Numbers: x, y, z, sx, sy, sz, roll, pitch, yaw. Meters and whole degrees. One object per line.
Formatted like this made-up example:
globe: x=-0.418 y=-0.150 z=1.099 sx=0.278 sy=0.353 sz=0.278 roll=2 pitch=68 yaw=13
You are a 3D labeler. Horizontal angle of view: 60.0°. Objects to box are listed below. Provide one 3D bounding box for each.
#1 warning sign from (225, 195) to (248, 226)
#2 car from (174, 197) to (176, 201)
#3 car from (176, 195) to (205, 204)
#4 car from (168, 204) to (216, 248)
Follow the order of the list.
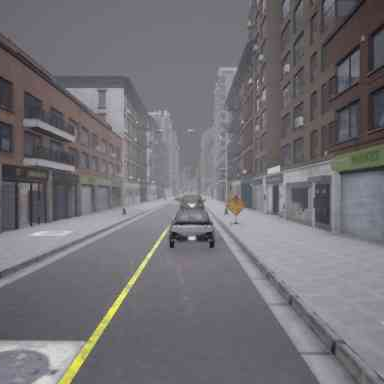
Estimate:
warning sign: x=2.716 y=1.108 z=20.576 sx=1.300 sy=1.860 sz=1.060 roll=0 pitch=0 yaw=0
car: x=-3.000 y=1.455 z=75.899 sx=1.895 sy=1.301 sz=4.718 roll=0 pitch=0 yaw=0
car: x=0.000 y=1.243 z=29.679 sx=2.150 sy=2.045 sz=5.566 roll=0 pitch=0 yaw=0
car: x=0.000 y=1.492 z=14.650 sx=2.128 sy=1.511 sz=4.902 roll=0 pitch=0 yaw=0
